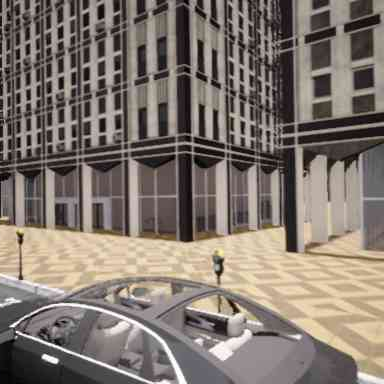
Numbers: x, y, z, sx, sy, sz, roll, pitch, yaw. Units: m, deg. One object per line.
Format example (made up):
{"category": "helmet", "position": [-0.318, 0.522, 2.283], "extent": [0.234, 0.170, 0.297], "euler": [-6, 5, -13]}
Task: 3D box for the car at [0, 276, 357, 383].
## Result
{"category": "car", "position": [-0.694, 1.575, 3.378], "extent": [4.403, 1.369, 2.008], "euler": [-1, -1, 36]}
